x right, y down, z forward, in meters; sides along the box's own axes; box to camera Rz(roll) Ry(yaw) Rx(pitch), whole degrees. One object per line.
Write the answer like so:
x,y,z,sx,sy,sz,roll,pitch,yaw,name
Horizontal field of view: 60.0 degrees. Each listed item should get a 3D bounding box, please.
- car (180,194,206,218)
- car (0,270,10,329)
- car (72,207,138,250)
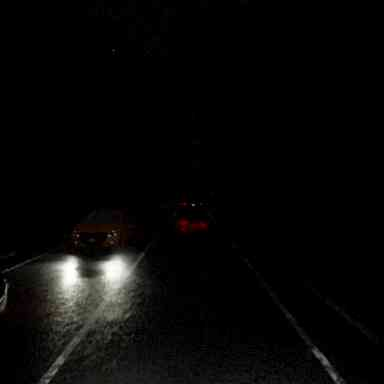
0.106,1.239,30.426,2.150,2.045,5.566,0,-1,0,car
-3.598,1.490,2.896,2.128,1.511,4.902,0,0,0,car
-3.584,1.446,14.427,1.882,1.535,5.008,0,0,0,car
